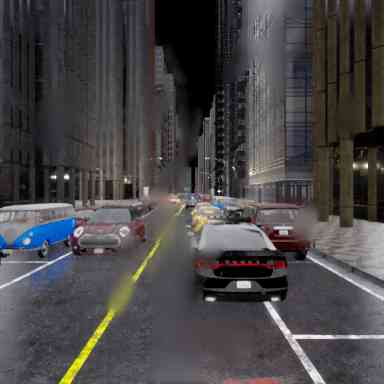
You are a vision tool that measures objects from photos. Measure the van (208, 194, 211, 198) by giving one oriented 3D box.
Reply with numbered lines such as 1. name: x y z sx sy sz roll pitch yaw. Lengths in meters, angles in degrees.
1. van: 2.846 1.344 34.969 1.690 1.788 3.998 0 0 0

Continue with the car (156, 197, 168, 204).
1. car: -5.610 1.594 63.064 1.802 1.307 4.206 0 0 0

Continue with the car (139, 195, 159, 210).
1. car: -5.666 1.319 40.590 2.192 1.841 5.009 0 0 0

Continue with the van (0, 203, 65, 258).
1. van: -5.734 1.341 12.499 1.690 1.788 3.998 0 0 0

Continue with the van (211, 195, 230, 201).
1. van: 2.832 1.343 29.350 1.690 1.788 3.998 0 0 0

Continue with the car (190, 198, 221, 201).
1. car: 0.911 1.457 24.511 1.801 1.575 5.366 0 0 0

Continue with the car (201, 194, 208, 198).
1. car: 2.915 1.327 63.063 2.192 1.841 5.009 0 0 0

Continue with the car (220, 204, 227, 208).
1. car: 2.805 1.566 18.113 1.947 1.339 4.313 0 0 0

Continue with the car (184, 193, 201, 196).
1. car: 0.148 1.233 60.969 2.150 2.045 5.566 0 0 0

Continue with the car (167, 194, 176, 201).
1. car: -5.545 1.345 89.918 2.192 1.841 5.009 0 0 0

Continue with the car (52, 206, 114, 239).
1. car: -5.721 1.545 18.117 1.887 1.381 4.507 0 0 0

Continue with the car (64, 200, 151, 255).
1. car: -3.071 1.352 13.216 2.097 1.767 4.553 0 0 0

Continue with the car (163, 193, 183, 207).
1. car: -2.874 1.360 52.046 2.097 1.767 4.553 0 0 0

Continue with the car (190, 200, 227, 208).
1. car: 0.929 1.456 18.511 1.801 1.575 5.366 0 0 0

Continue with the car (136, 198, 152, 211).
1. car: -5.679 1.585 34.972 1.802 1.307 4.206 0 0 0

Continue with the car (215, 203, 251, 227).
1. car: 2.818 1.551 23.731 2.008 1.369 4.403 0 0 0

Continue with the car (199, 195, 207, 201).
1. car: 2.980 1.581 89.916 2.008 1.369 4.403 0 0 0

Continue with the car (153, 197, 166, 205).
1. car: -5.624 1.592 57.445 1.802 1.307 4.206 0 0 0

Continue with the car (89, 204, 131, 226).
1. car: -5.707 1.567 23.735 1.947 1.339 4.313 0 0 0

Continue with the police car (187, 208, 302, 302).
1. police car: 0.918 1.425 8.431 1.930 1.638 5.238 0 0 0

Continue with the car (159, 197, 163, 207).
1. car: -5.638 1.553 51.827 1.887 1.381 4.507 0 0 0

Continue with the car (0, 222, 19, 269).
1. car: -5.748 1.566 6.880 1.947 1.339 4.313 0 0 0

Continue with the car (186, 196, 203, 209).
1. car: 0.145 1.570 45.642 1.994 1.385 4.181 0 0 0

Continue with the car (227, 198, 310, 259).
1. car: 2.791 1.315 12.493 2.192 1.841 5.009 0 0 0
